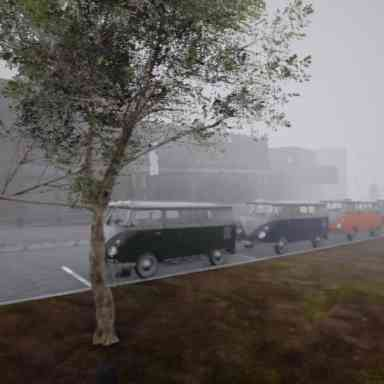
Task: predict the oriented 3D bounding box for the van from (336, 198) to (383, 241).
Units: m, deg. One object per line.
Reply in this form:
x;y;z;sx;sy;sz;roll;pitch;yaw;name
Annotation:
7.916;1.322;16.916;4.442;1.987;1.878;2;0;-41;van

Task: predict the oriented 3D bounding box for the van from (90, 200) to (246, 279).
-0.732;1.244;9.846;4.442;1.987;1.878;2;0;-39;van

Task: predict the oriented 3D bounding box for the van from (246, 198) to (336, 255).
3.645;1.278;13.307;4.442;1.987;1.878;2;0;-40;van
